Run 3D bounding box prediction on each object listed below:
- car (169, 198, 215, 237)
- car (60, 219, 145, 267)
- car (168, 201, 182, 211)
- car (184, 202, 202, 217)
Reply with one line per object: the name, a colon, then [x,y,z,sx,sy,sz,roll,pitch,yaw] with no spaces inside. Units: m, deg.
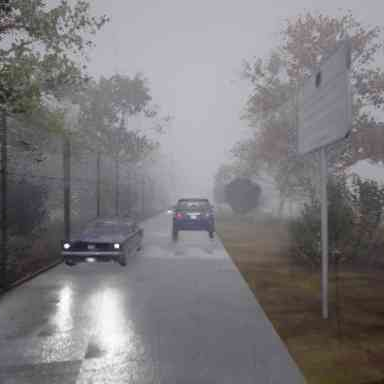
car: [0.079,1.331,18.773,2.150,2.045,5.566,0,-1,0]
car: [-2.880,1.648,11.703,1.895,1.301,4.718,0,0,0]
car: [-2.785,2.297,54.935,1.882,1.535,5.008,0,-2,1]
car: [0.066,1.869,37.267,1.882,1.535,5.008,0,-1,0]
